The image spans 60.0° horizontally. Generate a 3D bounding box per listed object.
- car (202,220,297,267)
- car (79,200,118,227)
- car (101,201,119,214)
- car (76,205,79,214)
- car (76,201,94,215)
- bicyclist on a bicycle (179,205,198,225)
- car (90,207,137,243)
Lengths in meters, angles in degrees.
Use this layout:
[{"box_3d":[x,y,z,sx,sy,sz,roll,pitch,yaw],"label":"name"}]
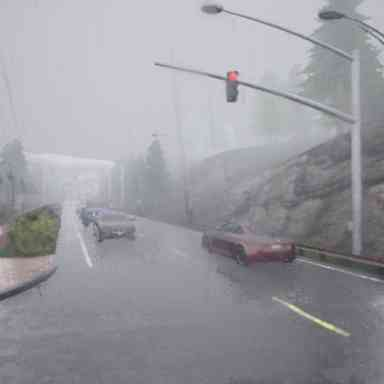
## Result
[{"box_3d":[1.936,1.733,12.264,1.994,1.385,4.181,0,-1,-21],"label":"car"},{"box_3d":[-7.857,1.687,27.527,2.150,2.045,5.566,0,-1,-21],"label":"car"},{"box_3d":[-12.191,2.239,49.354,2.097,1.767,4.553,0,-1,-21],"label":"car"},{"box_3d":[-11.428,2.211,36.953,1.994,1.385,4.181,0,-1,-21],"label":"car"},{"box_3d":[-15.042,2.187,46.560,2.097,1.767,4.553,0,-1,-20],"label":"car"},{"box_3d":[-0.303,1.900,27.614,1.656,1.620,0.582,-1,-1,-21],"label":"bicyclist on a bicycle"},{"box_3d":[-4.289,1.789,18.140,1.837,1.490,4.892,0,-1,-21],"label":"car"}]
